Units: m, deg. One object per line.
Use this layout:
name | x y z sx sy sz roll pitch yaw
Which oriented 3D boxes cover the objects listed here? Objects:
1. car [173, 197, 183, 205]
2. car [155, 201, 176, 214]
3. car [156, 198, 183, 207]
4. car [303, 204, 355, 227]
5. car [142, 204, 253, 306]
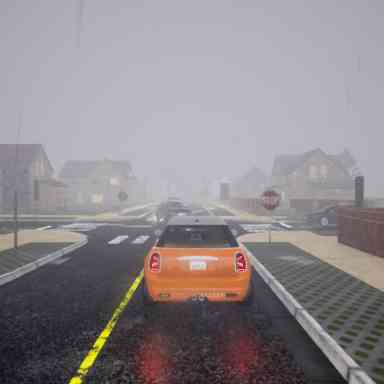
car | -2.742 1.737 66.881 1.812 1.442 4.674 0 -1 1
car | -2.829 1.656 36.600 1.895 1.301 4.718 0 0 0
car | -1.471 1.504 25.599 2.128 1.511 4.902 0 0 -20
car | 10.265 1.579 23.101 4.892 1.490 1.837 0 0 -2
car | 0.105 1.352 8.162 2.097 1.767 4.553 0 0 0
